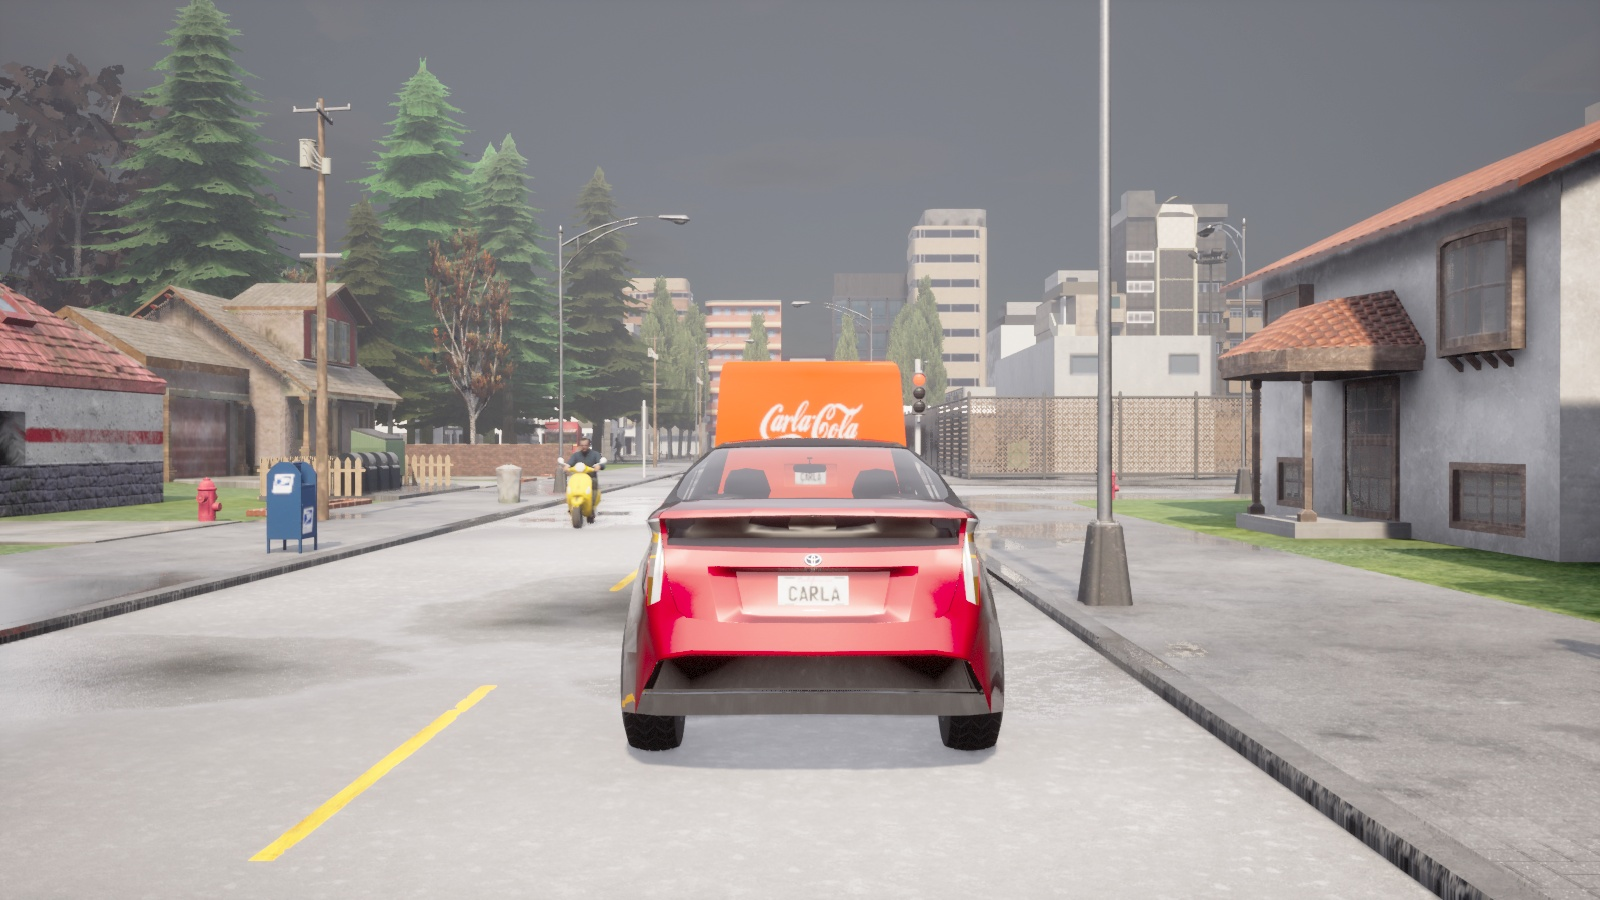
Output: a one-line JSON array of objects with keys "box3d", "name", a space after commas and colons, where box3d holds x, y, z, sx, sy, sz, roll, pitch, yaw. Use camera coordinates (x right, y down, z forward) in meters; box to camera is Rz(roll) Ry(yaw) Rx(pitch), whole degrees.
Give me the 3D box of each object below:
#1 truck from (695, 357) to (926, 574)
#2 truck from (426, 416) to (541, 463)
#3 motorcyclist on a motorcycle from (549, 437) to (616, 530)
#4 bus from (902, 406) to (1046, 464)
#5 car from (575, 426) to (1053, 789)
[{"box3d": [0.118, 0.164, 16.898, 2.627, 2.467, 5.204, 0, 0, 0], "name": "truck"}, {"box3d": [-23.756, -0.788, 94.488, 7.936, 3.462, 2.891, 0, 0, 2], "name": "truck"}, {"box3d": [-3.855, 0.571, 22.374, 0.866, 1.590, 1.817, 0, 0, 0], "name": "motorcyclist on a motorcycle"}, {"box3d": [12.958, -1.152, 94.426, 10.273, 4.253, 3.944, 0, 0, 0], "name": "bus"}, {"box3d": [0.061, 0.651, 7.533, 2.007, 1.525, 4.514, 0, 0, 0], "name": "car"}]
